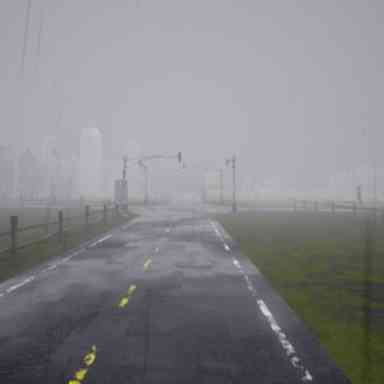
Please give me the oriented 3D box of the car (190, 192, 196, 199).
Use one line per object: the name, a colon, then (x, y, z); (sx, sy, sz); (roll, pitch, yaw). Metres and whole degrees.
car: (0.289, 1.225, 94.587); (2.128, 1.511, 4.902); (0, 0, 0)
